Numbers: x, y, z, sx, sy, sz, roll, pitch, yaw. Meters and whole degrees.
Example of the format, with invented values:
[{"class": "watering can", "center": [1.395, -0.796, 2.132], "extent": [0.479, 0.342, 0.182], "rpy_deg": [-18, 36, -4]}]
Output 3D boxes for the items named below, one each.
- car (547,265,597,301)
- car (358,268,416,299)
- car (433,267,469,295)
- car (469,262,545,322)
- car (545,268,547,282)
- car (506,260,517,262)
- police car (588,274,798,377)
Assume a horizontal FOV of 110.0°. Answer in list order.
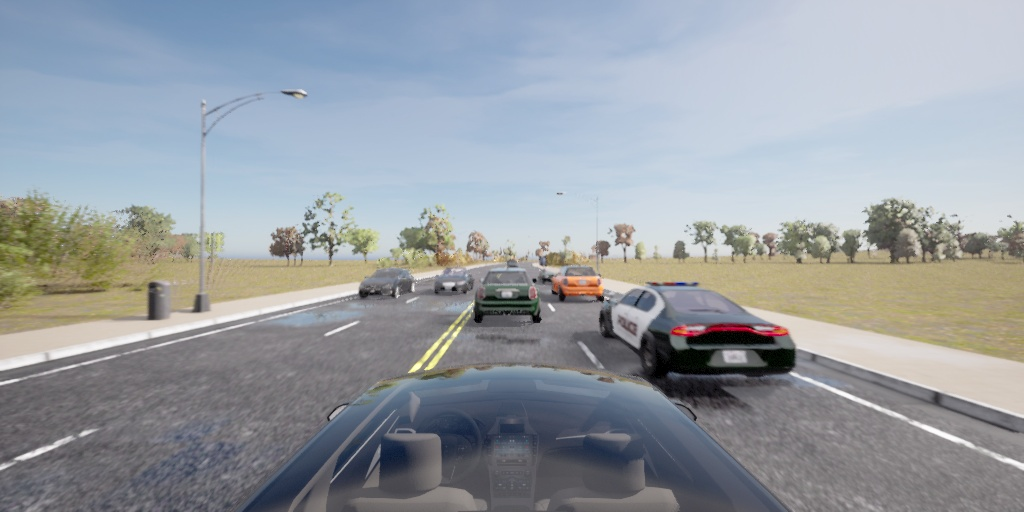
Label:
[{"class": "car", "center": [3.247, 1.262, 18.608], "extent": [2.097, 1.767, 4.553], "rpy_deg": [0, -1, 0]}, {"class": "car", "center": [-6.601, 1.422, 19.409], "extent": [1.837, 1.490, 4.892], "rpy_deg": [0, -1, 0]}, {"class": "car", "center": [-3.351, 1.427, 21.369], "extent": [2.128, 1.511, 4.902], "rpy_deg": [0, -1, 0]}, {"class": "car", "center": [-0.117, 1.208, 12.978], "extent": [2.097, 1.767, 4.553], "rpy_deg": [0, -1, 1]}, {"class": "car", "center": [3.245, 1.615, 29.666], "extent": [1.895, 1.301, 4.718], "rpy_deg": [0, -1, 0]}, {"class": "car", "center": [0.066, 1.782, 57.984], "extent": [1.837, 1.490, 4.892], "rpy_deg": [0, 0, 0]}, {"class": "police car", "center": [3.249, 1.312, 7.638], "extent": [2.038, 1.542, 4.974], "rpy_deg": [0, -1, 0]}]
